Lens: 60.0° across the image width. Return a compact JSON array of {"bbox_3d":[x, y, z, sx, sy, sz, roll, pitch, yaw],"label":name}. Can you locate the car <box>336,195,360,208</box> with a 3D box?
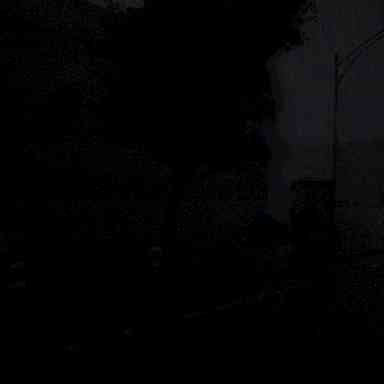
[{"bbox_3d":[20.118,1.249,44.724,2.097,1.767,4.553,2,0,-32],"label":"car"}]
